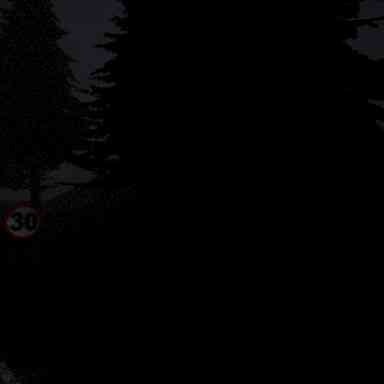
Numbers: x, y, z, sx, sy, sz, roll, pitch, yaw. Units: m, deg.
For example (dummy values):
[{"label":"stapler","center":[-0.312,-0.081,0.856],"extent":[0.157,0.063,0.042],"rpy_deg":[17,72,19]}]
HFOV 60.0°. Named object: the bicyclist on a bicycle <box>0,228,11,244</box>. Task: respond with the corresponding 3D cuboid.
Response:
[{"label":"bicyclist on a bicycle","center":[-8.228,1.487,13.250],"extent":[1.656,1.620,0.582],"rpy_deg":[-21,17,-40]}]
